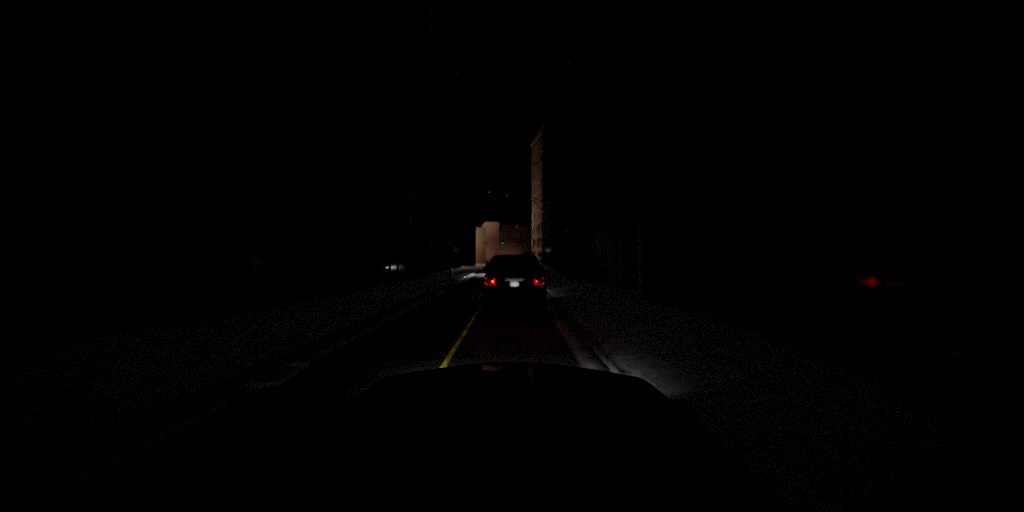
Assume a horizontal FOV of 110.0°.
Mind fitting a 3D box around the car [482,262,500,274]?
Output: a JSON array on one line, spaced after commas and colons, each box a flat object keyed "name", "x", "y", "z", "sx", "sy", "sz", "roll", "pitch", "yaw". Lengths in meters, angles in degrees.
[{"name": "car", "x": -2.578, "y": 1.434, "z": 44.482, "sx": 1.895, "sy": 1.301, "sz": 4.718, "roll": 0, "pitch": 0, "yaw": 0}]

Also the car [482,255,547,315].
[{"name": "car", "x": 0.090, "y": 0.989, "z": 13.890, "sx": 2.150, "sy": 2.045, "sz": 5.566, "roll": 0, "pitch": 0, "yaw": 0}]

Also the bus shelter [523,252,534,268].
[{"name": "bus shelter", "x": 2.903, "y": 0.738, "z": 57.773, "sx": 1.920, "sy": 2.740, "sz": 3.880, "roll": 0, "pitch": 0, "yaw": 0}]
